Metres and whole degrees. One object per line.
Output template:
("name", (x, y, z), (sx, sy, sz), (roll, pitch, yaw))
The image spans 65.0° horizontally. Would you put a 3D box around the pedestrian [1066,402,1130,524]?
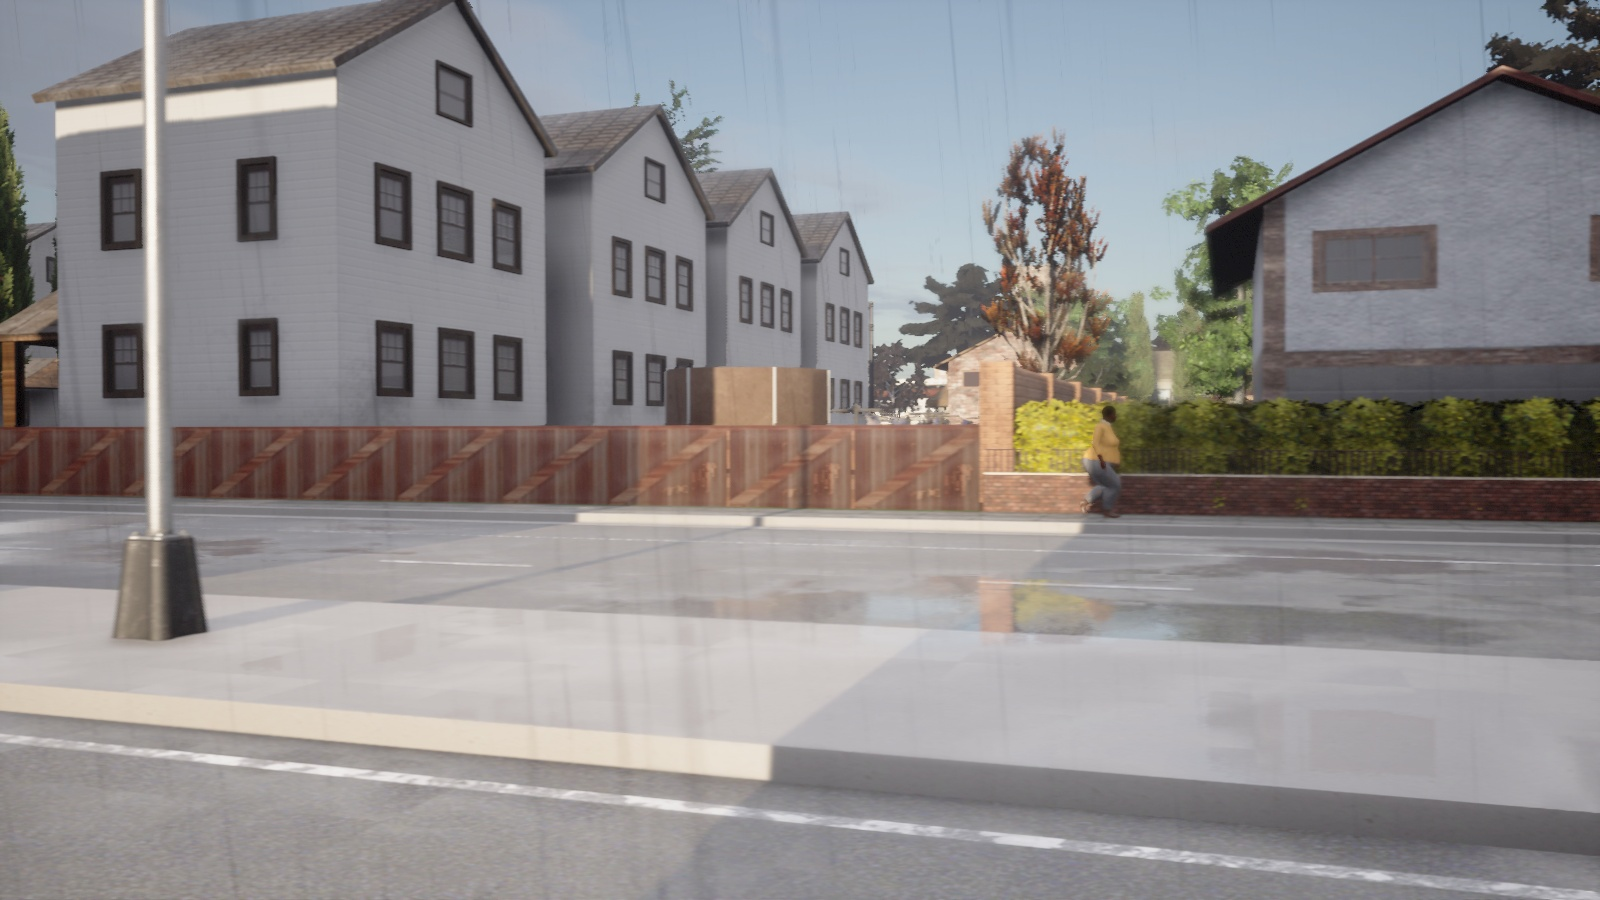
("pedestrian", (4.656, 0.185, 19.600), (0.900, 1.855, 0.874), (1, 1, 18))
